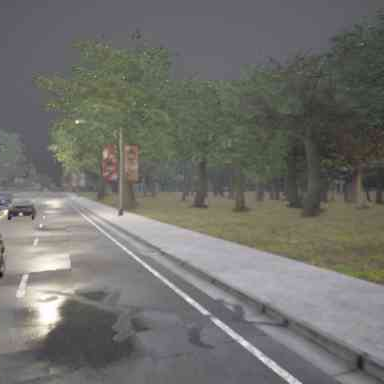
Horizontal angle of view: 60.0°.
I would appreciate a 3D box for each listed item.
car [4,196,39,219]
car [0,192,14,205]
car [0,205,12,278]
[{"bbox_3d":[-13.636,1.381,26.949,1.837,1.490,4.892,0,0,-23],"label":"car"},{"bbox_3d":[-22.846,0.975,40.293,2.150,2.045,5.566,0,0,-22],"label":"car"},{"bbox_3d":[-5.216,1.323,6.849,2.097,1.767,4.553,0,0,-23],"label":"car"}]
